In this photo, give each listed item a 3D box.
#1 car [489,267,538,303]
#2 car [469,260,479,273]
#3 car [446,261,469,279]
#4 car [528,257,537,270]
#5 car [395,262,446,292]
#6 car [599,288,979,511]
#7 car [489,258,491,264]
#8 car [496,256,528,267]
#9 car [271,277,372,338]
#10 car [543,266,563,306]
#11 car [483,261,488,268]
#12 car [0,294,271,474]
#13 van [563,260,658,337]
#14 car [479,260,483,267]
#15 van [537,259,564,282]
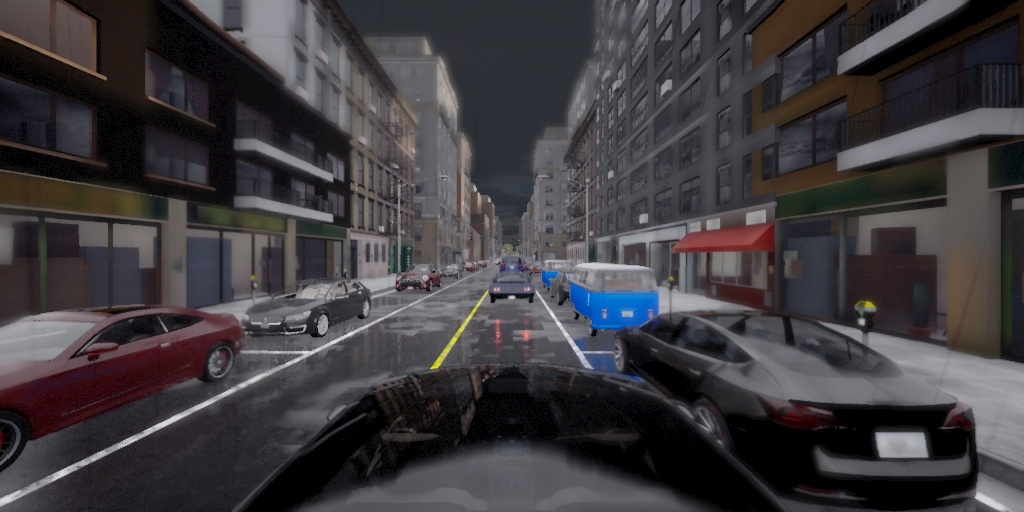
[{"bbox_3d":[0.000,1.368,16.530,1.895,1.301,4.718,0,0,0],"label":"car"},{"bbox_3d":[-5.387,1.316,43.076,1.888,1.381,4.507,0,0,0],"label":"car"},{"bbox_3d":[-5.388,1.312,32.054,2.007,1.370,4.403,0,0,0],"label":"car"},{"bbox_3d":[2.638,1.206,37.565,1.967,1.591,4.097,0,0,0],"label":"car"},{"bbox_3d":[-5.388,1.193,21.032,1.967,1.591,4.097,0,0,0],"label":"car"},{"bbox_3d":[2.637,1.313,4.501,1.948,1.339,4.313,0,0,0],"label":"car"},{"bbox_3d":[-5.387,1.352,65.120,1.948,1.339,4.313,0,0,0],"label":"car"},{"bbox_3d":[0.000,1.020,31.531,2.150,2.045,5.566,0,0,0],"label":"car"},{"bbox_3d":[-5.388,1.298,10.011,2.007,1.370,4.403,0,0,0],"label":"car"},{"bbox_3d":[2.637,1.300,15.522,2.007,1.370,4.403,0,0,0],"label":"car"},{"bbox_3d":[-5.387,1.328,59.609,1.888,1.381,4.507,0,0,0],"label":"car"},{"bbox_3d":[-5.388,1.329,4.500,1.802,1.307,4.207,0,0,0],"label":"car"},{"bbox_3d":[2.638,1.088,10.011,1.690,1.789,3.998,0,0,0],"label":"van"},{"bbox_3d":[-5.388,1.357,48.587,1.802,1.307,4.207,0,0,0],"label":"car"},{"bbox_3d":[2.638,1.094,21.032,1.690,1.789,3.998,0,0,0],"label":"van"}]
